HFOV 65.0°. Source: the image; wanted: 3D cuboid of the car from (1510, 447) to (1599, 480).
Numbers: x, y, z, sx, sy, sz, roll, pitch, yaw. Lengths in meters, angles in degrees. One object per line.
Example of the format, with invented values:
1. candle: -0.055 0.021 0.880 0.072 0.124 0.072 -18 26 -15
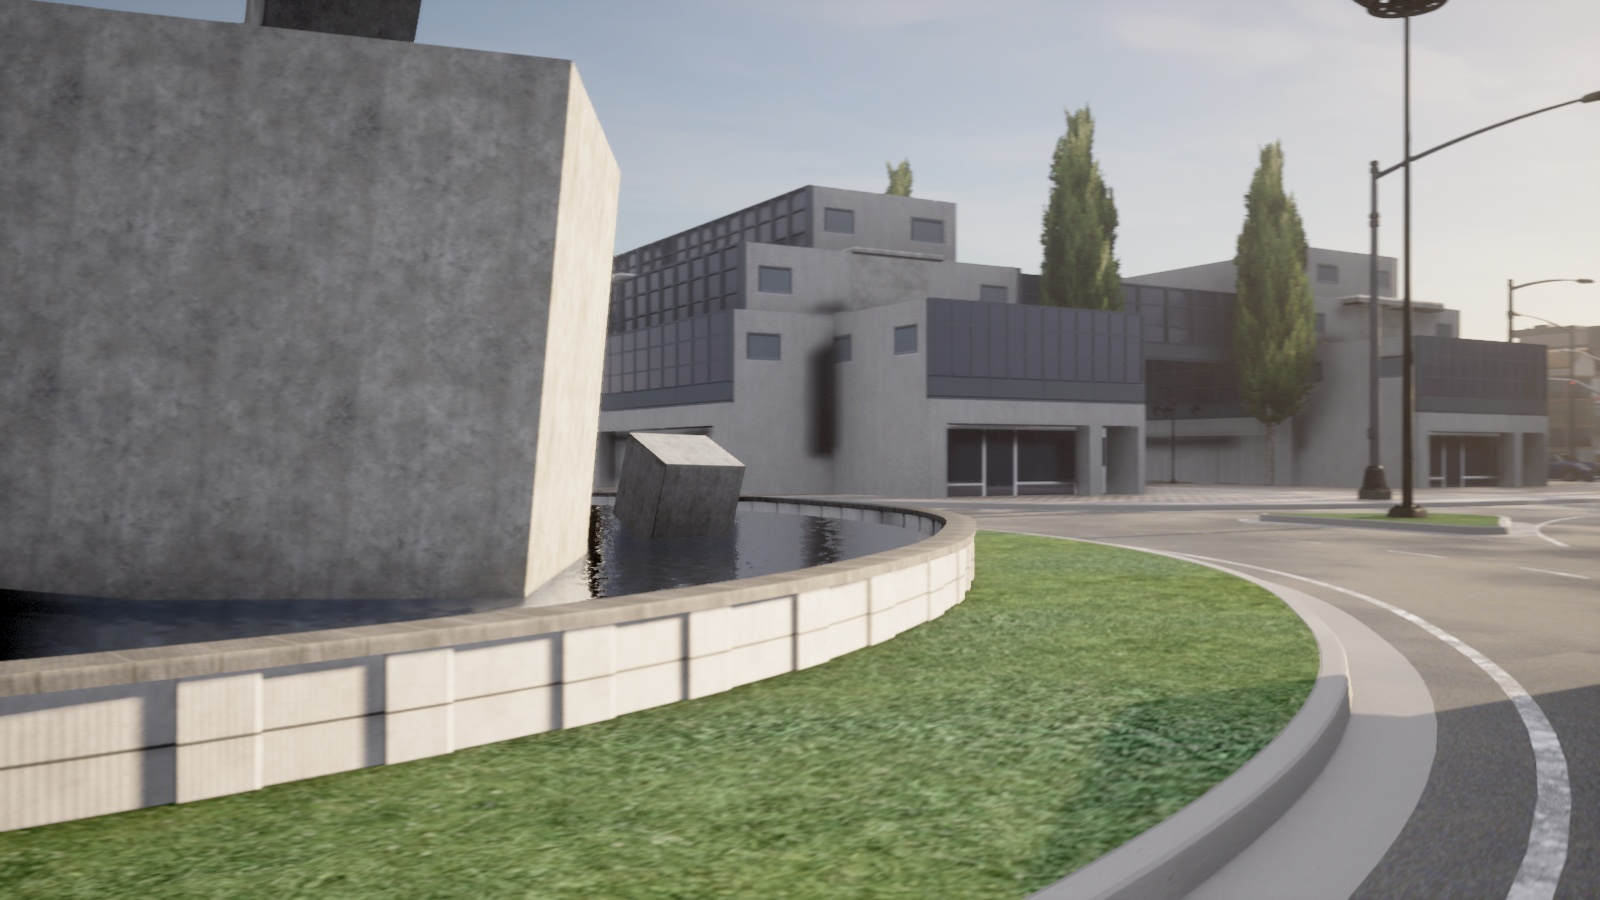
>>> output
1. car: 42.101 0.706 69.362 2.097 1.767 4.553 0 0 -30
